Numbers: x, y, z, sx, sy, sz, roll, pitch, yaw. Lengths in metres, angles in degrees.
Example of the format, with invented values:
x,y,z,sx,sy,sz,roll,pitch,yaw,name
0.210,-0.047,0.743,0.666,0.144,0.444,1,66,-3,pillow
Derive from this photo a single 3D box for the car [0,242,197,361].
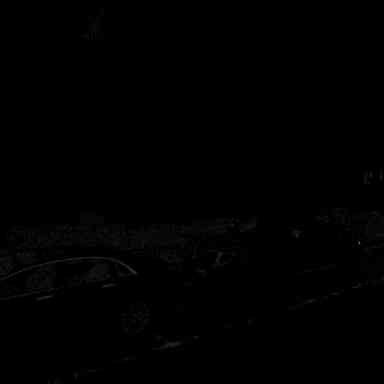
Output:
x,y,z,sx,sy,sz,roll,pitch,yaw,name
-2.335,1.551,4.980,4.403,1.369,2.008,0,0,-35,car

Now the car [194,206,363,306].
x,y,z,sx,sy,sz,roll,pitch,yaw,name
2.234,1.315,8.235,5.009,1.841,2.192,0,0,-35,car
